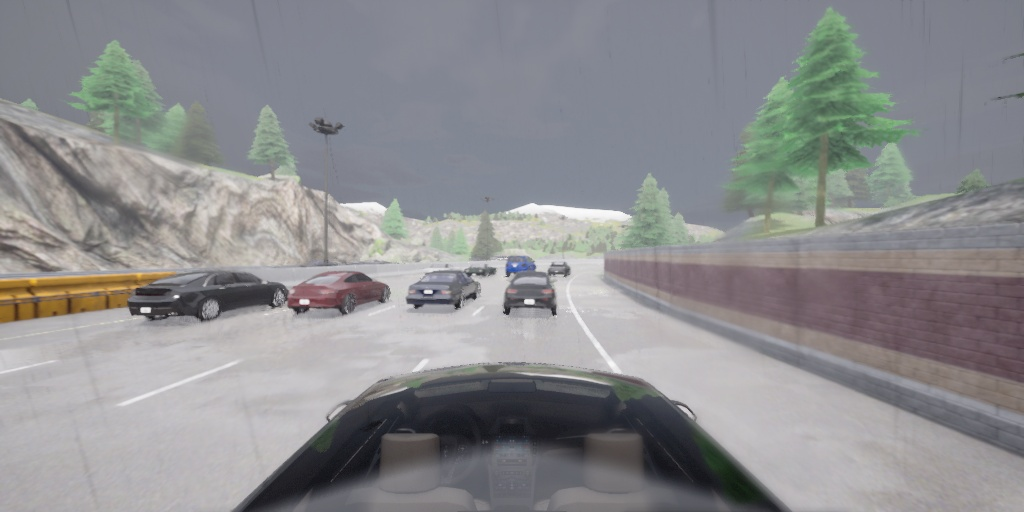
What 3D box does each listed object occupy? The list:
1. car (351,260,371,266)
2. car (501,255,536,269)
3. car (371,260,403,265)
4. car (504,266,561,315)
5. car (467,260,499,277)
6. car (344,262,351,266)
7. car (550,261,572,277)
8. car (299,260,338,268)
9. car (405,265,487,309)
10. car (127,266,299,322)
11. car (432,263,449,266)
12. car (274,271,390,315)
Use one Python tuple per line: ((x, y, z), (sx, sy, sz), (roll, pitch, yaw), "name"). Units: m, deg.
((-17.817, 1.219, 46.307), (2.128, 1.511, 4.902), (0, 0, 17), "car")
((0.923, 0.981, 34.882), (2.150, 2.045, 5.566), (0, 0, 14), "car")
((-14.790, 1.334, 44.337), (1.895, 1.301, 4.718), (0, 0, 17), "car")
((0.758, 1.280, 13.644), (1.812, 1.442, 4.674), (0, 0, 5), "car")
((-2.847, 1.353, 34.184), (1.895, 1.301, 4.718), (0, 0, 14), "car")
((-20.803, 1.288, 48.488), (1.994, 1.385, 4.181), (0, 0, 17), "car")
((4.791, 1.258, 35.708), (2.128, 1.511, 4.902), (0, 0, 15), "car")
((-25.086, 1.263, 46.500), (2.033, 1.411, 5.357), (0, 0, 16), "car")
((-2.647, 1.296, 14.977), (2.033, 1.411, 5.357), (0, 0, 6), "car")
((-9.890, 1.239, 12.266), (1.837, 1.490, 4.892), (0, 0, 4), "car")
((-6.449, 1.347, 34.150), (1.895, 1.301, 4.718), (0, 0, 13), "car")
((-6.284, 1.267, 13.485), (1.812, 1.442, 4.674), (0, 0, 5), "car")
